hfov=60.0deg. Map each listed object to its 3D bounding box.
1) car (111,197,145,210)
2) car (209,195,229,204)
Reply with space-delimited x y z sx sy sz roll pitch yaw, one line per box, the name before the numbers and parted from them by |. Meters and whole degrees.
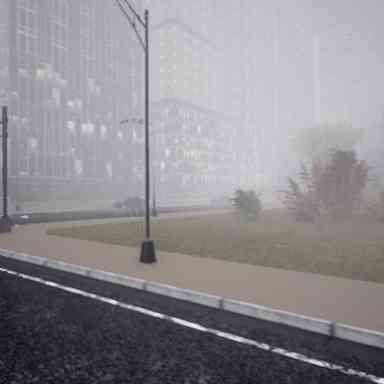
car | -7.893 1.368 41.796 1.882 1.535 5.008 -1 0 37
car | 4.971 1.272 58.707 2.097 1.767 4.553 -1 0 37
